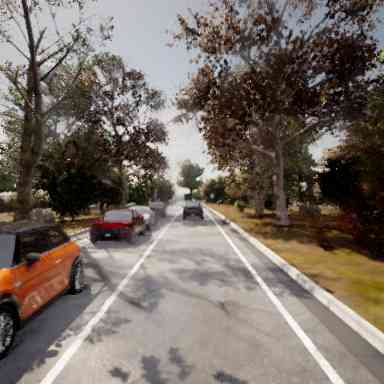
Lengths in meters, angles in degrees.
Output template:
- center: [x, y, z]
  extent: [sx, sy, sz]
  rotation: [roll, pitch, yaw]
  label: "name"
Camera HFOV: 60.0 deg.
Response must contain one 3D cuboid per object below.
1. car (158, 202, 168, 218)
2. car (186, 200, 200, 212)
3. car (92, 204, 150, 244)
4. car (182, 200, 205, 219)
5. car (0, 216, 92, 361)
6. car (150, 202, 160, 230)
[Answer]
- center: [-3.404, 1.714, 32.575]
  extent: [1.837, 1.490, 4.892]
  rotation: [0, -1, 1]
  label: "car"
- center: [0.203, 1.922, 45.185]
  extent: [1.837, 1.490, 4.892]
  rotation: [0, -1, 1]
  label: "car"
- center: [-3.540, 1.567, 16.589]
  extent: [1.882, 1.535, 5.008]
  rotation: [0, 0, 1]
  label: "car"
- center: [0.116, 1.693, 30.672]
  extent: [1.837, 1.490, 4.892]
  rotation: [0, 0, 1]
  label: "car"
- center: [-3.583, 1.396, 5.900]
  extent: [2.097, 1.767, 4.553]
  rotation: [0, 0, 0]
  label: "car"
- center: [-3.430, 1.651, 21.739]
  extent: [1.812, 1.442, 4.674]
  rotation: [0, 0, 0]
  label: "car"
